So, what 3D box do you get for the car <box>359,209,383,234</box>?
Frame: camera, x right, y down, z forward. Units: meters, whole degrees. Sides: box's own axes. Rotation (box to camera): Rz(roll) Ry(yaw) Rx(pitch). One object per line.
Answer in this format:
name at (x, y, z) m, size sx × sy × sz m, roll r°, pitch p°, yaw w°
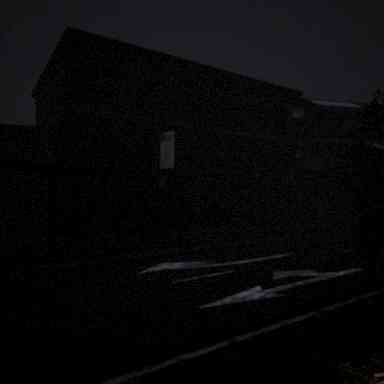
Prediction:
car at (10.784, 1.411, 17.337) m, size 5.008 × 1.535 × 2.097 m, roll 0°, pitch 0°, yaw -31°
